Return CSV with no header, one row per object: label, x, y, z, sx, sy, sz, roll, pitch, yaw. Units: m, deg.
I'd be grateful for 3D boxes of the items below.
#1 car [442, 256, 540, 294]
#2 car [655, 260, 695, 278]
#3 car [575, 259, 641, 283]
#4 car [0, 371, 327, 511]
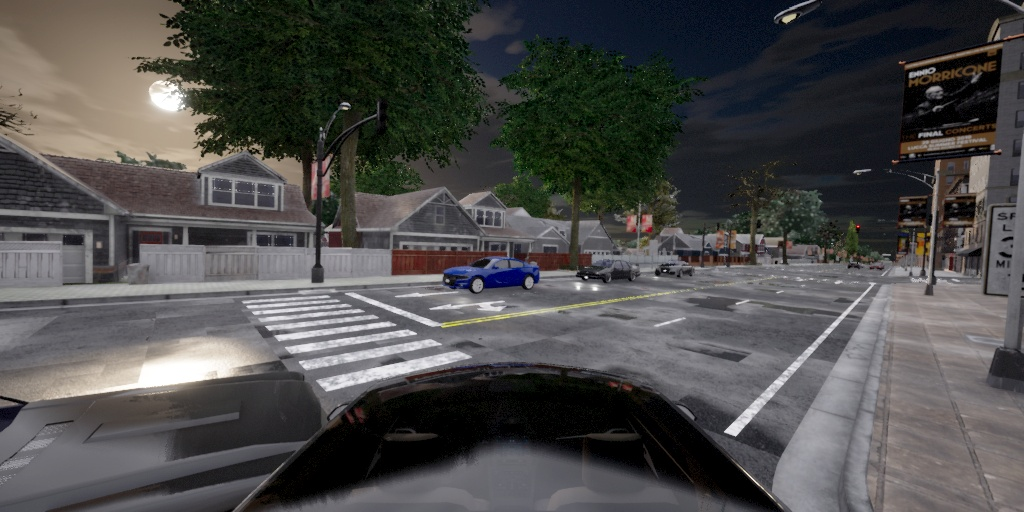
car,-0.853,0.777,16.628,5.008,1.535,1.882,1,3,-43
car,13.754,1.016,30.212,4.181,1.385,1.994,1,2,-43
car,6.435,0.921,23.420,5.357,1.411,2.033,1,2,-43
car,-3.320,1.275,1.485,4.718,1.301,1.895,1,2,-33
